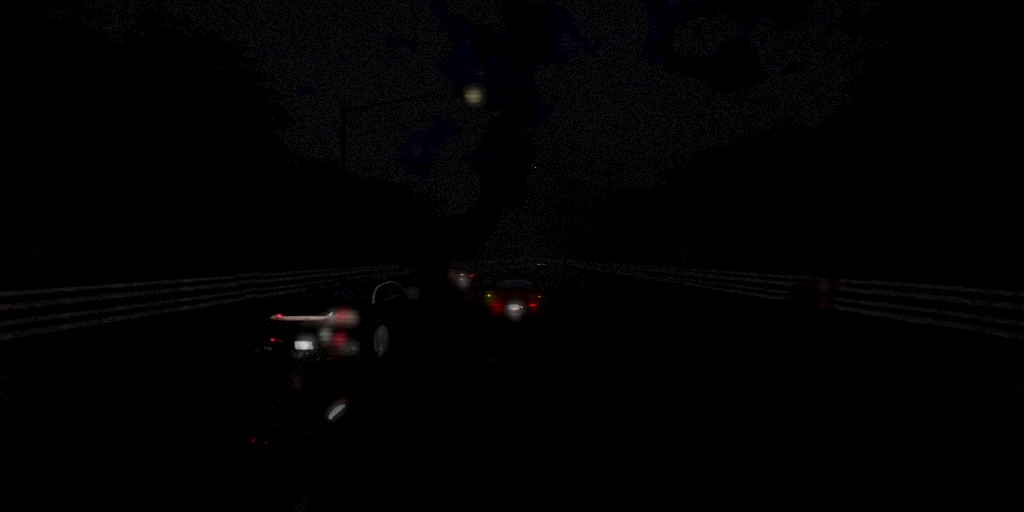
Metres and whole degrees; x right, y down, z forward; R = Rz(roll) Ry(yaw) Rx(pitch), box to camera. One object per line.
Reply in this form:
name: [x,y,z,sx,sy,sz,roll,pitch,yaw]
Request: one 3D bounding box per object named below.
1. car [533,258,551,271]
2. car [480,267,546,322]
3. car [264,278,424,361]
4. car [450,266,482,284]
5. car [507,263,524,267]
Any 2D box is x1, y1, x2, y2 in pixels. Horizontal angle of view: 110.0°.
car: [4.308,1.396,52.892,2.128,1.511,4.902,0,0,2]
car: [0.093,1.282,12.274,1.812,1.442,4.674,0,0,0]
car: [-3.397,1.244,8.286,2.128,1.511,4.902,0,0,0]
car: [-3.290,1.389,26.808,1.895,1.301,4.718,0,0,1]
car: [0.249,1.321,29.245,1.812,1.442,4.674,0,0,1]
